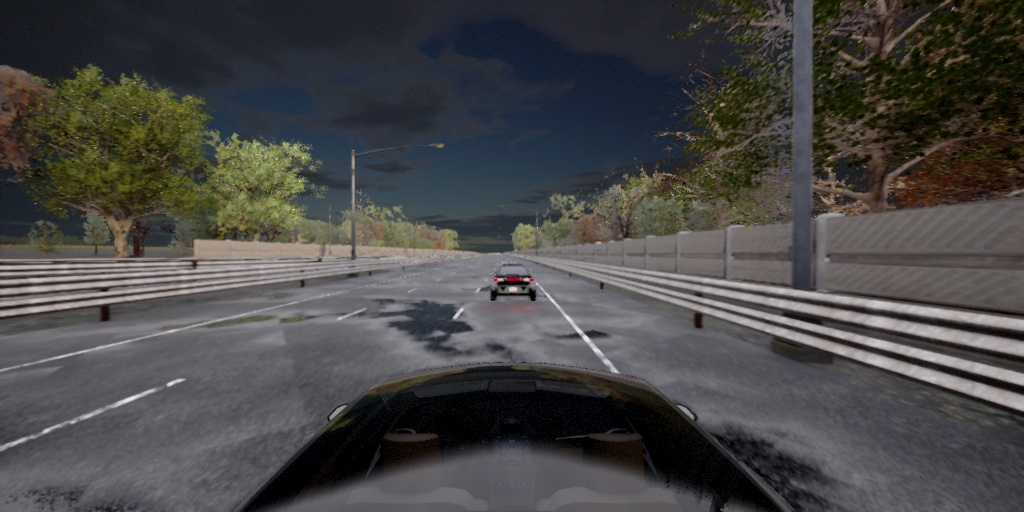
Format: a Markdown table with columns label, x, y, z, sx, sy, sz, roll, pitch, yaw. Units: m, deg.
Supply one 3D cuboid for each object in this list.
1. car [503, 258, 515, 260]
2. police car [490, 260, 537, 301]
| label | x | y | z | sx | sy | sz | roll | pitch | yaw |
| --- | --- | --- | --- | --- | --- | --- | --- | --- | --- |
| car | -0.398 | 0.911 | 48.611 | 1.895 | 1.301 | 4.718 | 0 | 1 | -1 |
| police car | 0.043 | 1.122 | 16.673 | 2.038 | 1.542 | 4.974 | 0 | 0 | 0 |
